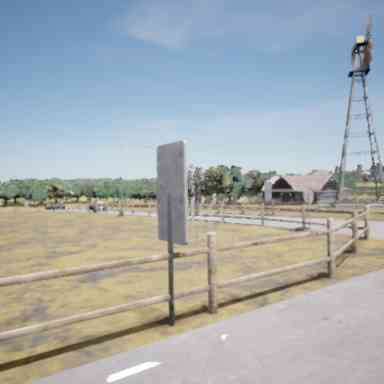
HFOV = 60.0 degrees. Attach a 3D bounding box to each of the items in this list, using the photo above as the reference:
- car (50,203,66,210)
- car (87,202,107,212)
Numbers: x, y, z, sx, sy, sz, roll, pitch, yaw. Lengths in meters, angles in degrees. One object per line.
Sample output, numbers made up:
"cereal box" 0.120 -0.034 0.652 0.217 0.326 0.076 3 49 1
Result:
"car" -32.980 3.638 82.703 2.097 1.767 4.553 -1 -2 -35
"car" -15.026 2.342 52.416 2.128 1.511 4.902 -1 -1 -35
